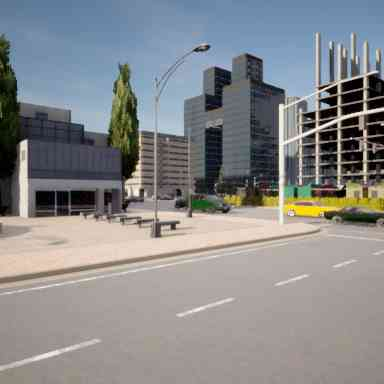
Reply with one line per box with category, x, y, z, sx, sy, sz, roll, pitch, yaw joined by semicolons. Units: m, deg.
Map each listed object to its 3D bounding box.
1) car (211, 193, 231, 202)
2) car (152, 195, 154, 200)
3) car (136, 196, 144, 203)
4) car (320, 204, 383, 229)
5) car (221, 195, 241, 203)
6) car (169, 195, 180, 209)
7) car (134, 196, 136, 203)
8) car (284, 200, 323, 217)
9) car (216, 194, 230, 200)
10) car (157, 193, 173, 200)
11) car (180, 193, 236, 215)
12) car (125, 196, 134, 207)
car;6.165;1.156;69.992;3.866;1.878;1.905;0;0;-40
car;-8.185;1.153;87.346;4.605;1.855;1.932;0;0;-40
car;-11.717;1.491;68.910;2.128;1.511;4.902;0;0;-38
car;11.422;1.601;22.147;1.895;1.301;4.718;0;0;-38
car;8.003;1.395;67.756;3.806;1.475;1.970;0;0;-40
car;-0.336;1.492;42.778;2.128;1.511;4.902;0;0;-38
car;-12.257;1.601;58.079;1.895;1.301;4.718;0;0;-38
car;10.521;1.477;29.164;1.882;1.535;5.008;0;0;-40
car;8.798;1.395;94.140;3.806;1.475;1.970;0;0;-40
car;-6.380;1.156;85.082;3.866;1.878;1.905;0;0;-40
car;1.548;1.221;34.712;2.150;2.045;5.566;0;0;-38
car;-11.334;1.601;51.158;1.895;1.301;4.718;0;0;-38
